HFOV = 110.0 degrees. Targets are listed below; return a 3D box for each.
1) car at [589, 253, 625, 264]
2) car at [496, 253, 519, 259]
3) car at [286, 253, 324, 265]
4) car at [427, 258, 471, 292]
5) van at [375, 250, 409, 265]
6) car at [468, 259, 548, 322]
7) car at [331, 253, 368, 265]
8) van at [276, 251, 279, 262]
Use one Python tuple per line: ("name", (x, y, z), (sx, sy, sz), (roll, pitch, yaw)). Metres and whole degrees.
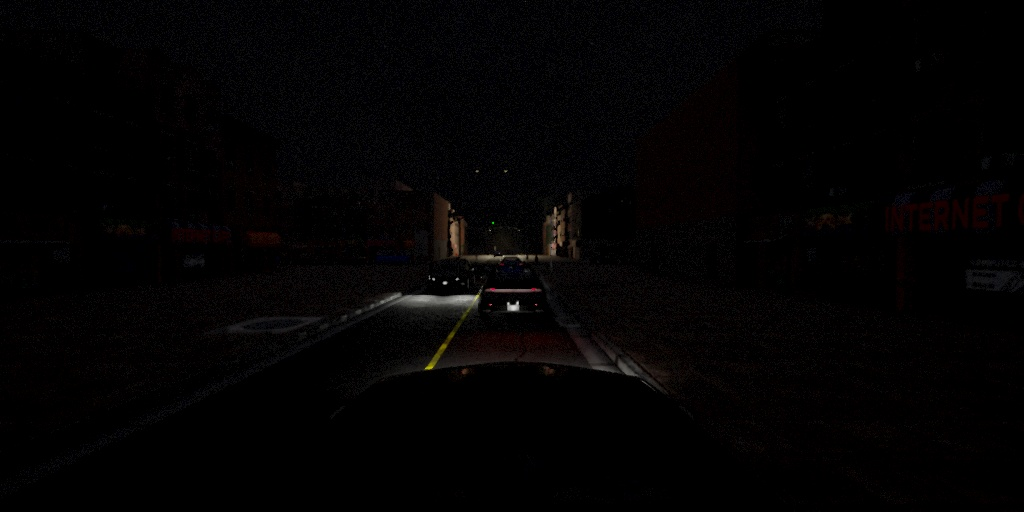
("car", (12.018, 0.331, 45.325), (4.403, 1.370, 2.007), (0, 0, -1))
("car", (-0.060, 0.728, 28.211), (1.994, 1.385, 4.181), (0, 1, 0))
("car", (-25.933, 0.322, 44.932), (4.097, 1.591, 1.967), (0, 0, -1))
("car", (-2.933, 0.887, 18.039), (1.837, 1.490, 4.892), (0, 1, 0))
("van", (-14.983, 0.191, 45.045), (3.998, 1.789, 1.690), (0, 0, -1))
("car", (0.029, 1.023, 11.342), (2.128, 1.511, 4.902), (0, 1, 0))
("car", (-20.458, 0.306, 44.989), (4.097, 1.591, 1.967), (0, 0, -1))
("van", (-31.408, 0.240, 44.876), (3.998, 1.789, 1.690), (0, 0, -1))
